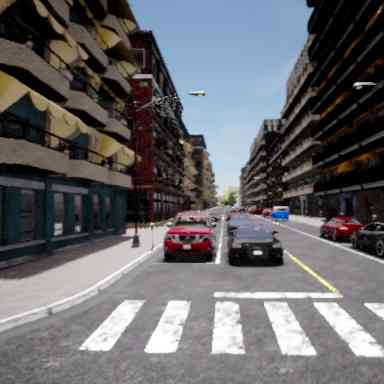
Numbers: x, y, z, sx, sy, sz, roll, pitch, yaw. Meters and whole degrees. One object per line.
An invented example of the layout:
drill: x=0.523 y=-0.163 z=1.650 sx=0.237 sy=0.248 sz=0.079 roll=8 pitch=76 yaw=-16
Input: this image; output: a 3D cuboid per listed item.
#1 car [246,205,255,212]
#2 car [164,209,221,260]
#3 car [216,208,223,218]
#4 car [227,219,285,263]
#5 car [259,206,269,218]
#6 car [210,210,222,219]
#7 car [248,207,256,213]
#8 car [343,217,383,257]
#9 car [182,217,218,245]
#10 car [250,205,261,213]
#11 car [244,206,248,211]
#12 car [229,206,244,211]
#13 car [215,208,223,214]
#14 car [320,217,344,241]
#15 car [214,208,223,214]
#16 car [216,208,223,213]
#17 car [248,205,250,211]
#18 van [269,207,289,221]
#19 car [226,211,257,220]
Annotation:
car: x=16.110 y=4.578 z=91.838 sx=2.192 sy=1.841 sz=5.009 roll=0 pitch=-2 yaw=6
car: x=0.059 y=1.871 z=15.142 sx=2.192 sy=1.841 sz=5.009 roll=0 pitch=-2 yaw=6
car: x=2.817 y=3.154 z=42.832 sx=1.947 sy=1.339 sz=4.313 roll=0 pitch=-2 yaw=6
car: x=2.506 y=2.017 z=13.695 sx=1.994 sy=1.385 sz=4.181 roll=-1 pitch=-2 yaw=6
car: x=12.252 y=3.357 z=53.050 sx=1.887 sy=1.381 sz=4.507 roll=0 pitch=-2 yaw=6
car: x=3.919 y=3.568 z=53.912 sx=1.947 sy=1.339 sz=4.313 roll=0 pitch=-2 yaw=6
car: x=15.576 y=4.587 z=86.459 sx=1.752 sy=1.417 sz=4.829 roll=0 pitch=-2 yaw=6
car: x=8.393 y=1.932 z=14.270 sx=1.947 sy=1.339 sz=4.313 roll=0 pitch=-2 yaw=6
car: x=0.611 y=2.307 z=20.674 sx=1.887 sy=1.381 sz=4.507 roll=0 pitch=-2 yaw=6
car: x=13.905 y=3.748 z=69.679 sx=2.192 sy=1.841 sz=5.009 roll=0 pitch=-2 yaw=6
car: x=12.884 y=4.603 z=86.671 sx=1.837 sy=1.490 sz=4.892 roll=-1 pitch=-2 yaw=6
car: x=5.798 y=3.133 z=45.968 sx=1.882 sy=1.535 sz=5.008 roll=-1 pitch=-3 yaw=6
car: x=6.675 y=4.619 z=81.610 sx=1.802 sy=1.307 sz=4.206 roll=0 pitch=-2 yaw=6
car: x=8.945 y=2.154 z=19.809 sx=1.802 sy=1.307 sz=4.206 roll=0 pitch=-2 yaw=6
car: x=6.123 y=4.375 z=76.073 sx=1.887 sy=1.381 sz=4.507 roll=0 pitch=-2 yaw=6
car: x=7.226 y=4.827 z=87.151 sx=1.802 sy=1.307 sz=4.206 roll=0 pitch=-2 yaw=6
car: x=14.456 y=3.956 z=75.218 sx=2.192 sy=1.841 sz=5.009 roll=0 pitch=-2 yaw=6
van: x=11.148 y=2.740 z=41.979 sx=1.690 sy=1.788 sz=3.998 roll=0 pitch=-2 yaw=6
car: x=3.695 y=2.445 z=25.619 sx=2.033 sy=1.411 sz=5.357 roll=-1 pitch=-2 yaw=6
